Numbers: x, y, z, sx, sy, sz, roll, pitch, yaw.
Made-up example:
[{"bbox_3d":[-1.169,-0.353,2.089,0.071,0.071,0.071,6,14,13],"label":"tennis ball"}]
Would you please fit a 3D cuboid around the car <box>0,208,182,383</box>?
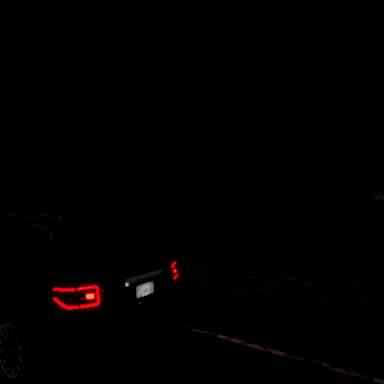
[{"bbox_3d":[-2.738,1.289,5.611,5.566,2.045,2.150,0,0,36],"label":"car"}]
